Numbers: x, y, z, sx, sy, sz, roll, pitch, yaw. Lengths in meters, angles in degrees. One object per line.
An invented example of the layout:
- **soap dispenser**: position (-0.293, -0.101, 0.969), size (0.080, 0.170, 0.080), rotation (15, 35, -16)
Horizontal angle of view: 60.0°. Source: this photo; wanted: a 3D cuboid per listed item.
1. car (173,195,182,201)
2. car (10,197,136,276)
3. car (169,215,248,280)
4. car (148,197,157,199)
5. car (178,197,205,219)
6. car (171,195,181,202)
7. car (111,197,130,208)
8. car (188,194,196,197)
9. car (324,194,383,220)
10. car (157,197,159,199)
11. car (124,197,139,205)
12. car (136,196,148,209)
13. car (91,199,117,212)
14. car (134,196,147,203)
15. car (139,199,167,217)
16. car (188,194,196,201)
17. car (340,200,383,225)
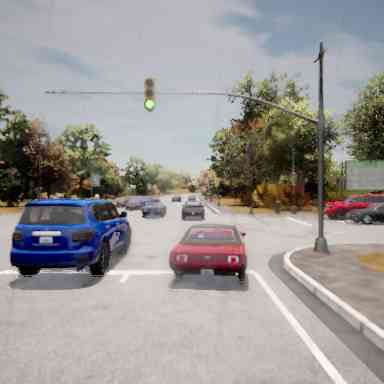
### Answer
- **car**: position (-3.498, 1.500, 82.718), size (2.033, 1.411, 5.357), rotation (0, 0, 0)
- **car**: position (-3.399, 1.216, 10.430), size (2.150, 2.045, 5.566), rotation (0, 0, 0)
- **car**: position (0.682, 1.596, 10.002), size (1.895, 1.301, 4.718), rotation (0, 0, 8)
- **car**: position (-7.031, 1.453, 50.942), size (1.882, 1.535, 5.008), rotation (0, 0, 1)
- **car**: position (0.101, 1.478, 28.758), size (2.128, 1.511, 4.902), rotation (0, 0, 0)
- **car**: position (-3.498, 1.490, 72.949), size (2.128, 1.511, 4.902), rotation (0, 0, 0)
- **car**: position (-10.545, 1.502, 49.281), size (1.812, 1.442, 4.674), rotation (0, 0, 0)
- **car**: position (0.002, 1.499, 70.566), size (2.033, 1.411, 5.357), rotation (0, 0, 0)
- **car**: position (13.444, 1.209, 26.860), size (5.566, 2.045, 2.150), rotation (0, 0, 4)
- **car**: position (-6.998, 1.571, 61.248), size (1.895, 1.301, 4.718), rotation (0, 0, 0)
- **car**: position (-10.498, 1.536, 58.005), size (1.994, 1.385, 4.181), rotation (0, 0, 0)
- **car**: position (-7.081, 1.506, 41.613), size (1.812, 1.442, 4.674), rotation (0, 0, 0)
- **car**: position (-10.586, 1.581, 40.246), size (1.895, 1.301, 4.718), rotation (0, 0, 0)
- **car**: position (-10.498, 1.492, 68.033), size (1.812, 1.442, 4.674), rotation (0, 0, 0)
- **car**: position (-3.399, 1.586, 30.746), size (1.895, 1.301, 4.718), rotation (0, 0, 0)
- **car**: position (0.002, 1.322, 80.985), size (1.882, 1.535, 5.008), rotation (0, 0, 0)
- **car**: position (13.396, 1.494, 23.343), size (4.892, 1.490, 1.837), rotation (0, 0, 3)
